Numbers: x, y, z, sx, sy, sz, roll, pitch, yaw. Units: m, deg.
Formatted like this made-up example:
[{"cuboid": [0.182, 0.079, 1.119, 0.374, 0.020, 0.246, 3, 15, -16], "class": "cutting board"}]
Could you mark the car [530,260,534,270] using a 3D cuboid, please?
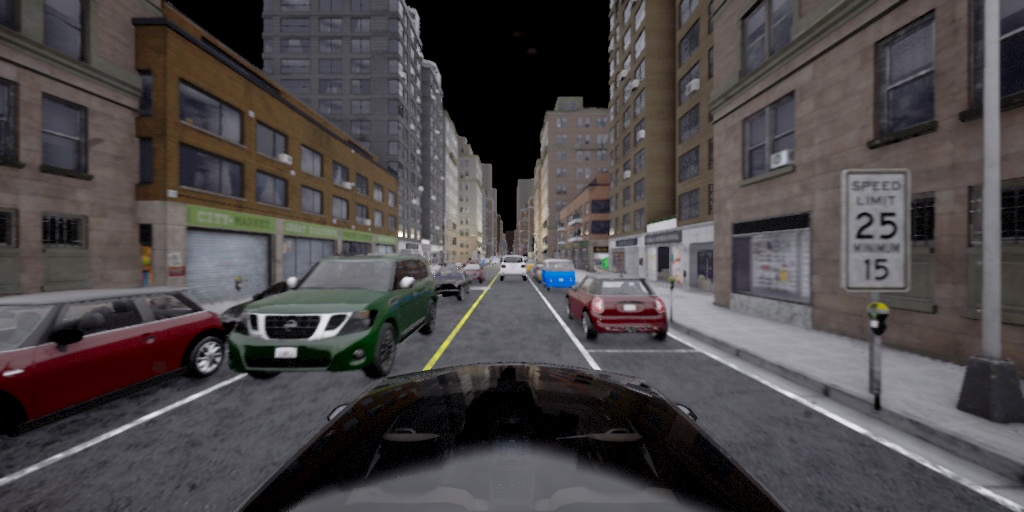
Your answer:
[{"cuboid": [2.667, 1.289, 32.735, 2.007, 1.370, 4.403, 0, 0, 0], "class": "car"}]

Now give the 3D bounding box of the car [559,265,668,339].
[{"cuboid": [2.668, 1.188, 10.058, 1.967, 1.591, 4.097, 0, 0, 0], "class": "car"}]

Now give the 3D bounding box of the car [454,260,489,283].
[{"cuboid": [-3.051, 1.268, 27.569, 1.812, 1.442, 4.674, 0, 0, 0], "class": "car"}]

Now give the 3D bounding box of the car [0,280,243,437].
[{"cuboid": [-5.857, 1.190, 4.385, 1.967, 1.591, 4.097, 0, 0, 0], "class": "car"}]

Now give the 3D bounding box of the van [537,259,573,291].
[{"cuboid": [2.667, 1.085, 21.397, 1.690, 1.789, 3.998, 0, 0, 0], "class": "van"}]

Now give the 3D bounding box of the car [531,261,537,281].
[{"cuboid": [2.667, 1.267, 27.235, 1.751, 1.417, 4.829, 0, 0, 0], "class": "car"}]

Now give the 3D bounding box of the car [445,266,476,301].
[{"cuboid": [-3.095, 1.347, 17.467, 1.895, 1.301, 4.718, 0, 0, 0], "class": "car"}]

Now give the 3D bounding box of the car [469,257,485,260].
[{"cuboid": [-5.860, 1.039, 55.401, 2.192, 1.841, 5.009, 0, 0, 0], "class": "car"}]

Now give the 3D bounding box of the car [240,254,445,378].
[{"cuboid": [-3.096, 0.971, 7.676, 2.150, 2.045, 5.566, 0, 0, 0], "class": "car"}]

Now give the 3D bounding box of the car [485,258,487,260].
[{"cuboid": [-5.860, 1.270, 61.068, 2.007, 1.370, 4.403, 0, 0, 0], "class": "car"}]

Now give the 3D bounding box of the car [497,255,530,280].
[{"cuboid": [0.099, 0.963, 30.792, 2.150, 2.045, 5.566, 0, 0, 0], "class": "car"}]

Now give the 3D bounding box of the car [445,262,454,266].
[{"cuboid": [-5.858, 1.268, 26.888, 1.751, 1.417, 4.829, 0, 0, 0], "class": "car"}]
